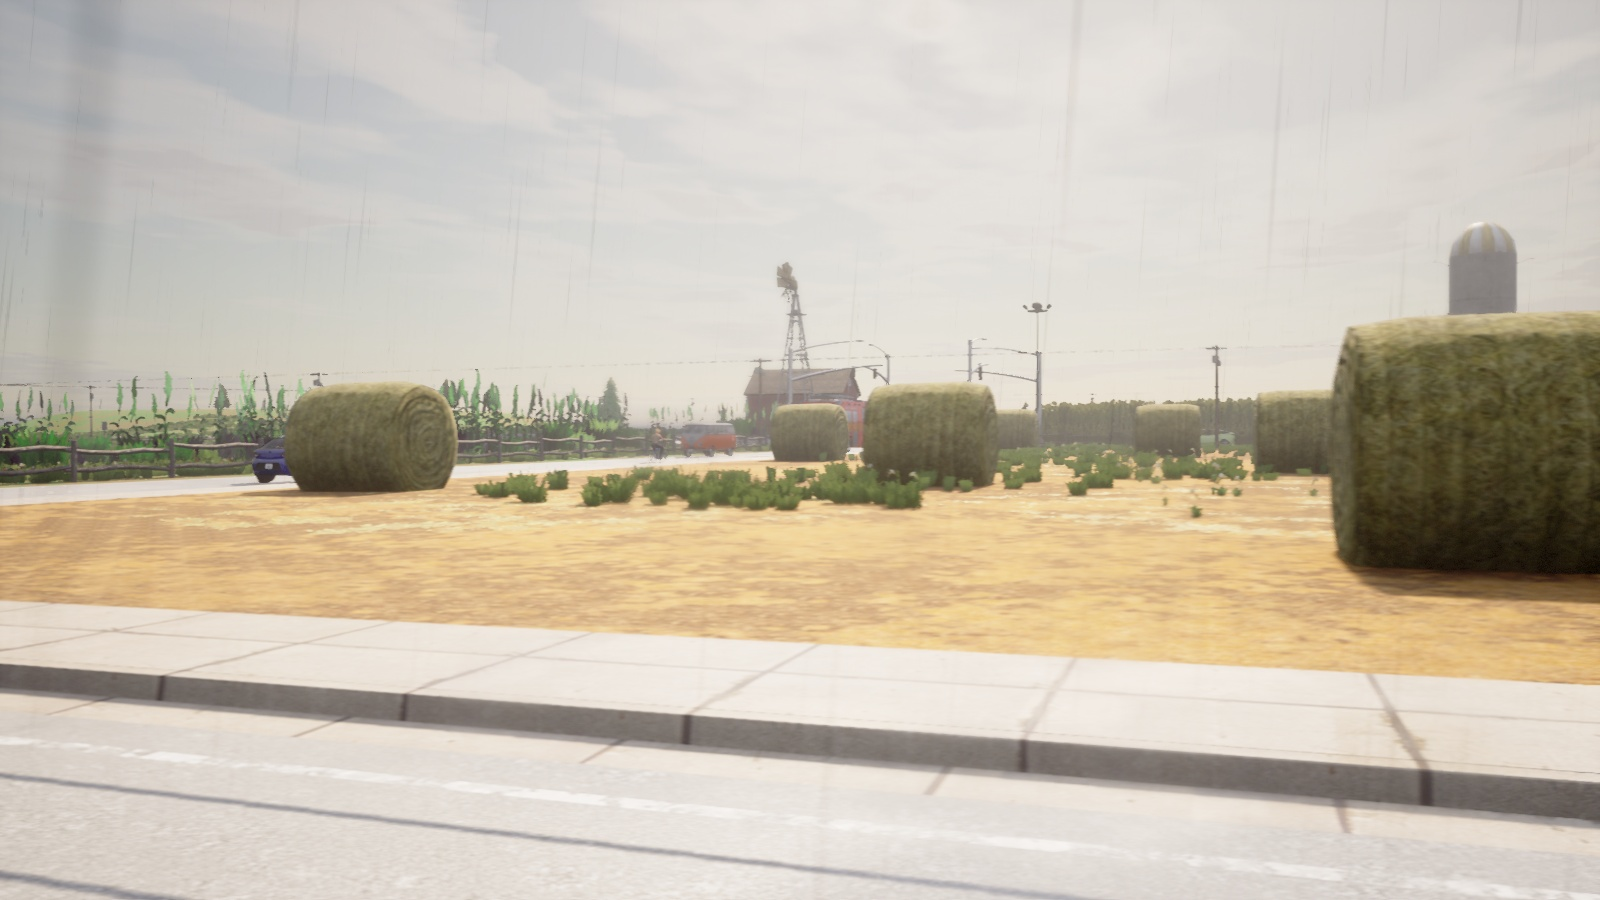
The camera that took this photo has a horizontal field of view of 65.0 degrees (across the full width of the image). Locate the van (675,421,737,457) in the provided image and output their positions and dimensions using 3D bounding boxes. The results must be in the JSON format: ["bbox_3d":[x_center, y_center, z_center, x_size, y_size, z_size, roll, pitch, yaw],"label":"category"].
[{"bbox_3d":[-5.365,-0.633,72.258,1.775,1.987,4.442,1,1,21],"label":"van"}]

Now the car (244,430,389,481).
[{"bbox_3d":[-14.781,0.131,38.622,1.816,1.474,4.193,1,1,21],"label":"car"}]

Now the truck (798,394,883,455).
[{"bbox_3d":[2.790,-1.699,83.436,2.891,3.827,8.468,1,1,22],"label":"truck"}]
